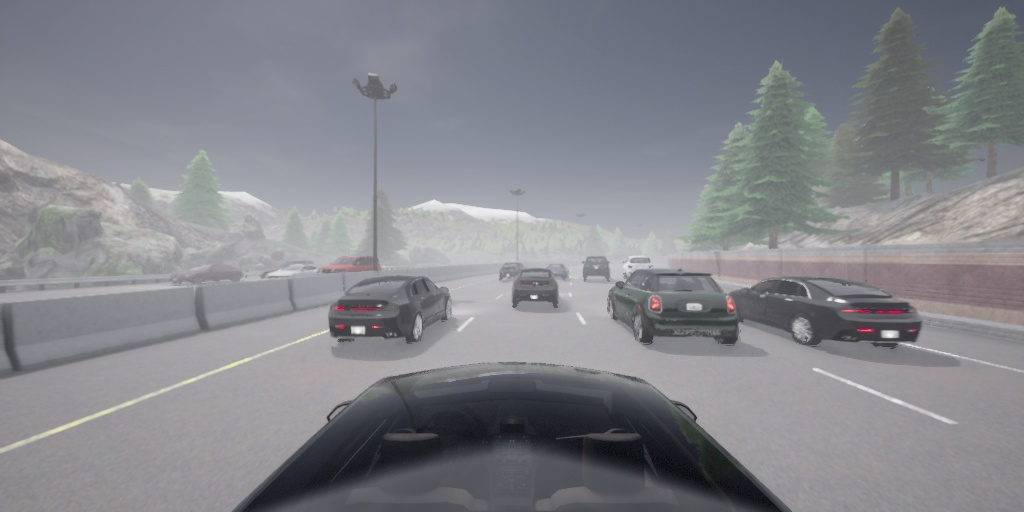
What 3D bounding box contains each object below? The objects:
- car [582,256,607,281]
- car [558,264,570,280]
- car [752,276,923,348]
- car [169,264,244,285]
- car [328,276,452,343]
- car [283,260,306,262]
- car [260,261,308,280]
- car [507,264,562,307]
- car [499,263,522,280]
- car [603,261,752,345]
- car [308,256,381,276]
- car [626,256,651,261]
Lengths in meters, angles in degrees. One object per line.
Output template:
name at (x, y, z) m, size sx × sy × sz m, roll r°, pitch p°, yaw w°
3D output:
car at (7.292, 1.025, 30.975) m, size 2.150 × 2.045 × 5.566 m, roll 0°, pitch 0°, yaw 13°
car at (4.058, 1.368, 32.292) m, size 1.994 × 1.385 × 4.181 m, roll 0°, pitch 0°, yaw 13°
car at (7.505, 1.272, 9.375) m, size 1.837 × 1.490 × 4.892 m, roll 0°, pitch 0°, yaw 4°
car at (-22.308, 1.306, 26.430) m, size 1.812 × 1.442 × 4.674 m, roll 0°, pitch 0°, yaw 9°
car at (-2.979, 1.267, 9.730) m, size 1.837 × 1.490 × 4.892 m, roll 0°, pitch 0°, yaw 4°
car at (-18.179, 1.140, 29.586) m, size 2.097 × 1.767 × 4.553 m, roll 0°, pitch 0°, yaw 11°
car at (-15.334, 1.309, 25.777) m, size 1.812 × 1.442 × 4.674 m, roll 0°, pitch 0°, yaw 10°
car at (1.086, 1.279, 15.748) m, size 1.837 × 1.490 × 4.892 m, roll 0°, pitch 0°, yaw 6°
car at (0.206, 1.305, 31.290) m, size 1.837 × 1.490 × 4.892 m, roll 0°, pitch 0°, yaw 12°
car at (4.044, 1.118, 9.793) m, size 2.097 × 1.767 × 4.553 m, roll 0°, pitch 0°, yaw 4°
car at (-11.732, 1.006, 26.216) m, size 2.150 × 2.045 × 5.566 m, roll 0°, pitch 0°, yaw 10°
car at (10.999, 1.028, 31.432) m, size 2.150 × 2.045 × 5.566 m, roll 0°, pitch 0°, yaw 14°
